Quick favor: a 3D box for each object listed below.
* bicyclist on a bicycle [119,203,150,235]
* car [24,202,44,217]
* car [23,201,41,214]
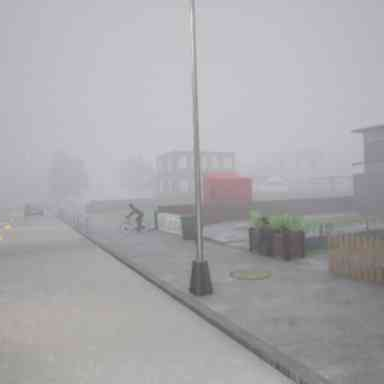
[{"bbox_3d":[-2.969,1.406,17.232,1.656,1.620,0.582,-2,0,-27],"label":"bicyclist on a bicycle"},{"bbox_3d":[-17.566,2.028,36.995,1.994,1.385,4.181,-2,0,-26],"label":"car"},{"bbox_3d":[-22.125,2.078,46.029,2.128,1.511,4.902,-2,0,-26],"label":"car"}]
